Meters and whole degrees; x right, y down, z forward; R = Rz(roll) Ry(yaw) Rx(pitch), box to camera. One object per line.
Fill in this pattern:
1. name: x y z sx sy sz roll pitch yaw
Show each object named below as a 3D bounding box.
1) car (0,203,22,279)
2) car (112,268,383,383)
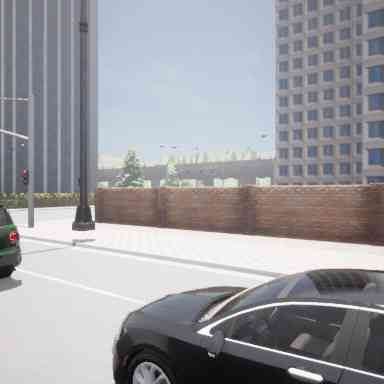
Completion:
1. car: -6.735 1.221 8.778 5.566 2.045 2.150 0 0 35
2. car: 1.343 1.505 3.035 4.892 1.490 1.837 0 0 36
